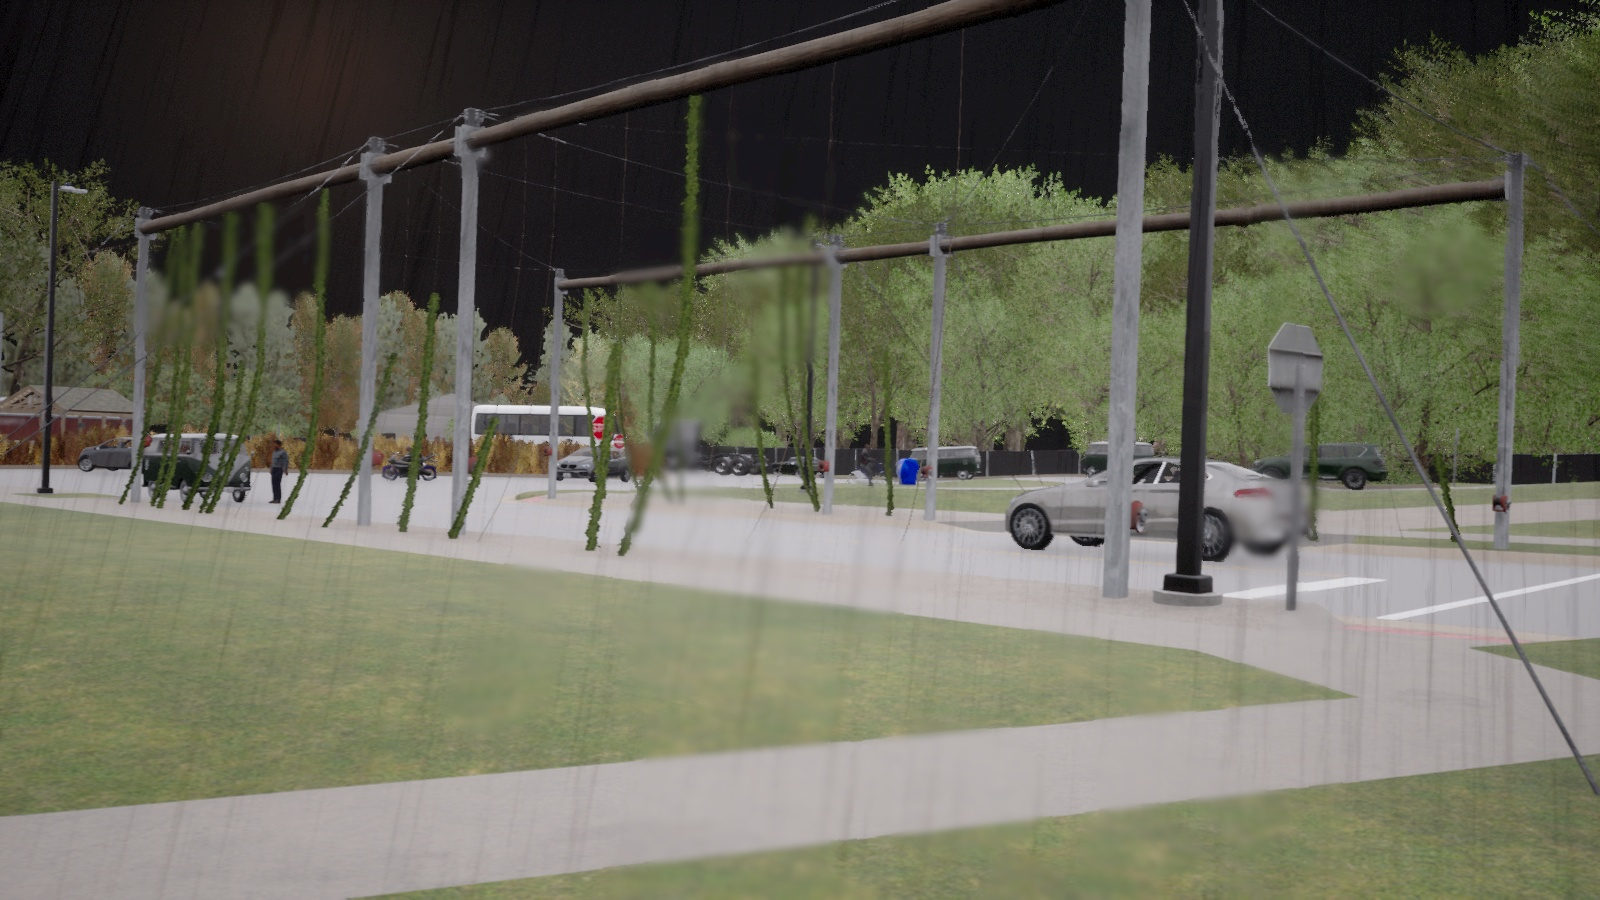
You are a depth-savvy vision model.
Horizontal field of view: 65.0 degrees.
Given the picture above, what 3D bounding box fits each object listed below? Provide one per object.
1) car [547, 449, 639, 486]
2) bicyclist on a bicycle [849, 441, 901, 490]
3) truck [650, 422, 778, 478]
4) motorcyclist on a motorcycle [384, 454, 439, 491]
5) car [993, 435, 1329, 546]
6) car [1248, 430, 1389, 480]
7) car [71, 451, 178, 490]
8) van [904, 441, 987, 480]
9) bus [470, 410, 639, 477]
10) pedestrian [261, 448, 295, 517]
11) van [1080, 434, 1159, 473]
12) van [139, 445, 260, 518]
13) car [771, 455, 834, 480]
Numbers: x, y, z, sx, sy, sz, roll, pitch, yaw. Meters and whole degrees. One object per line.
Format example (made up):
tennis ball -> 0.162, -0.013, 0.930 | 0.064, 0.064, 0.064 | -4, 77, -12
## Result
car -> -9.851, 0.826, 60.136 | 2.242, 1.667, 4.611 | 1, 0, 22
bicyclist on a bicycle -> 2.847, 0.588, 47.673 | 1.843, 1.776, 0.659 | -2, -1, 12
truck -> -5.623, -0.035, 81.671 | 7.936, 3.462, 2.891 | 0, 1, 27
motorcyclist on a motorcycle -> -16.769, 0.971, 54.173 | 2.191, 1.530, 0.866 | 0, 1, -21
car -> 5.965, 0.655, 21.225 | 5.027, 1.651, 2.152 | -1, -1, 44
car -> 22.727, 0.226, 55.124 | 5.566, 2.045, 2.150 | -1, 0, 24
car -> -28.149, 0.840, 52.358 | 3.633, 1.501, 1.845 | 1, 1, 14
van -> 8.496, 0.618, 73.394 | 4.442, 1.987, 1.775 | -4, -1, 21
bus -> -16.257, -0.439, 83.351 | 10.273, 4.253, 3.944 | 0, 1, 14
pedestrian -> -14.919, 0.922, 35.877 | 0.423, 1.949, 0.788 | 1, 0, 30
van -> 16.864, 0.176, 66.530 | 1.775, 1.987, 4.442 | -1, 0, -21
van -> -17.637, 0.884, 36.809 | 4.442, 1.987, 1.775 | 0, -1, 44
car -> 0.110, 1.055, 78.140 | 1.895, 1.301, 4.718 | -2, 2, -29
